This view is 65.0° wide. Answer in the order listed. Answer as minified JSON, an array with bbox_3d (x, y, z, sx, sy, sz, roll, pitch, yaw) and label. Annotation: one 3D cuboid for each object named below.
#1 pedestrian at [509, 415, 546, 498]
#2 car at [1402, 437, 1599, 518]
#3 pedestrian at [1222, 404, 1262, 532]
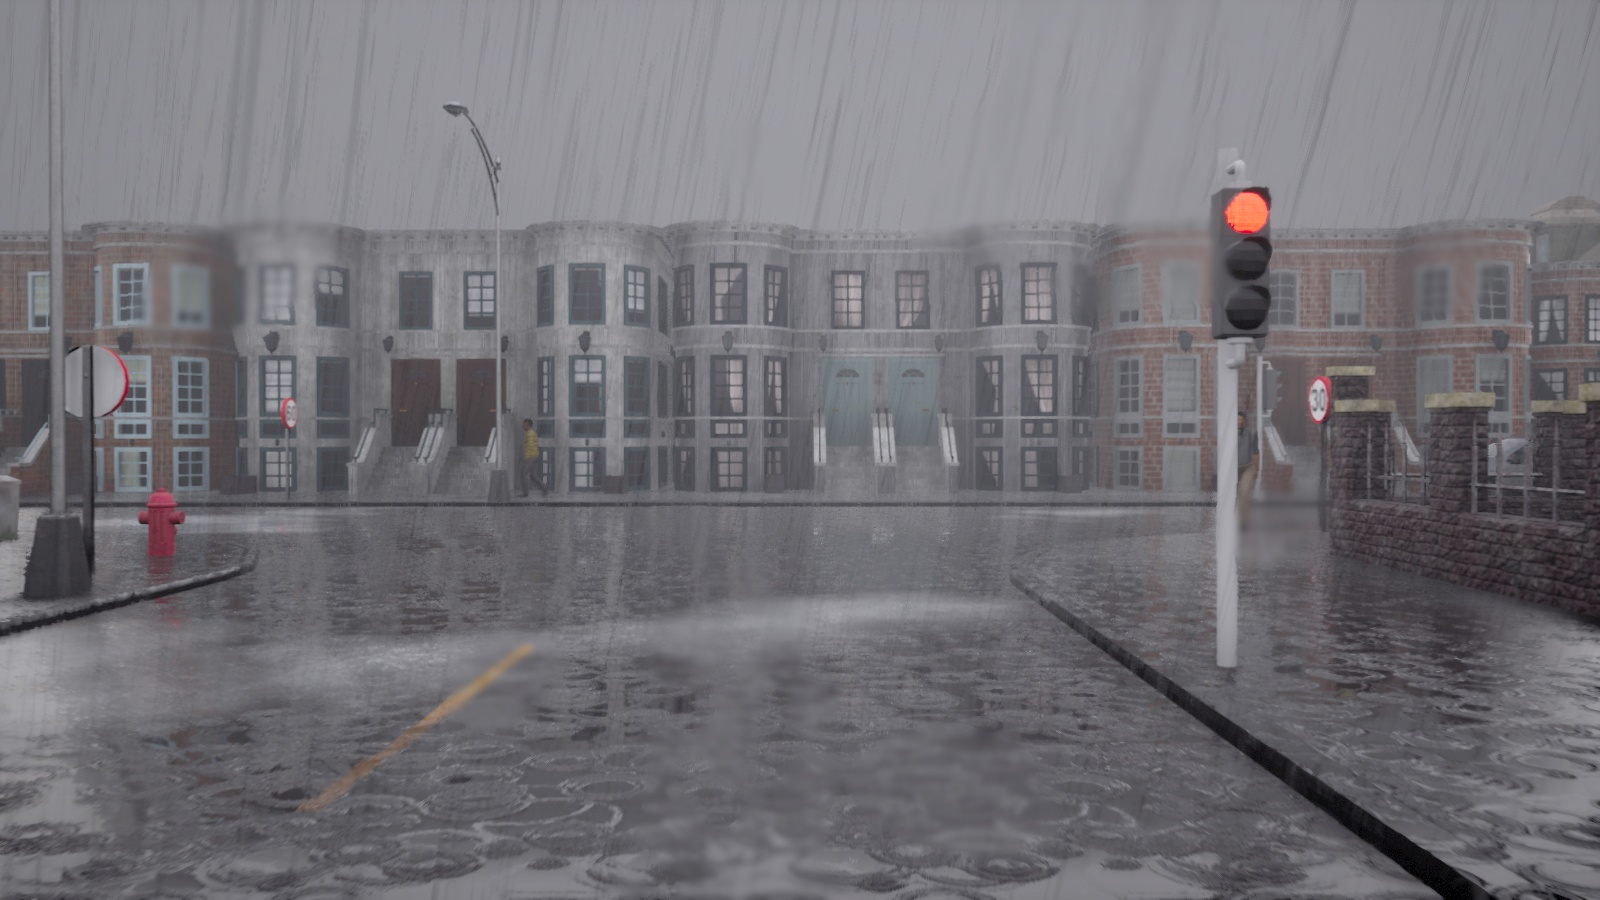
[{"bbox_3d":[-6.133,0.145,28.305,0.709,1.840,0.431,0,1,4],"label":"pedestrian"},{"bbox_3d":[14.011,0.507,24.517,3.633,1.501,1.845,0,1,0],"label":"car"},{"bbox_3d":[6.571,0.257,18.657,0.540,1.848,0.694,0,1,21],"label":"pedestrian"}]
